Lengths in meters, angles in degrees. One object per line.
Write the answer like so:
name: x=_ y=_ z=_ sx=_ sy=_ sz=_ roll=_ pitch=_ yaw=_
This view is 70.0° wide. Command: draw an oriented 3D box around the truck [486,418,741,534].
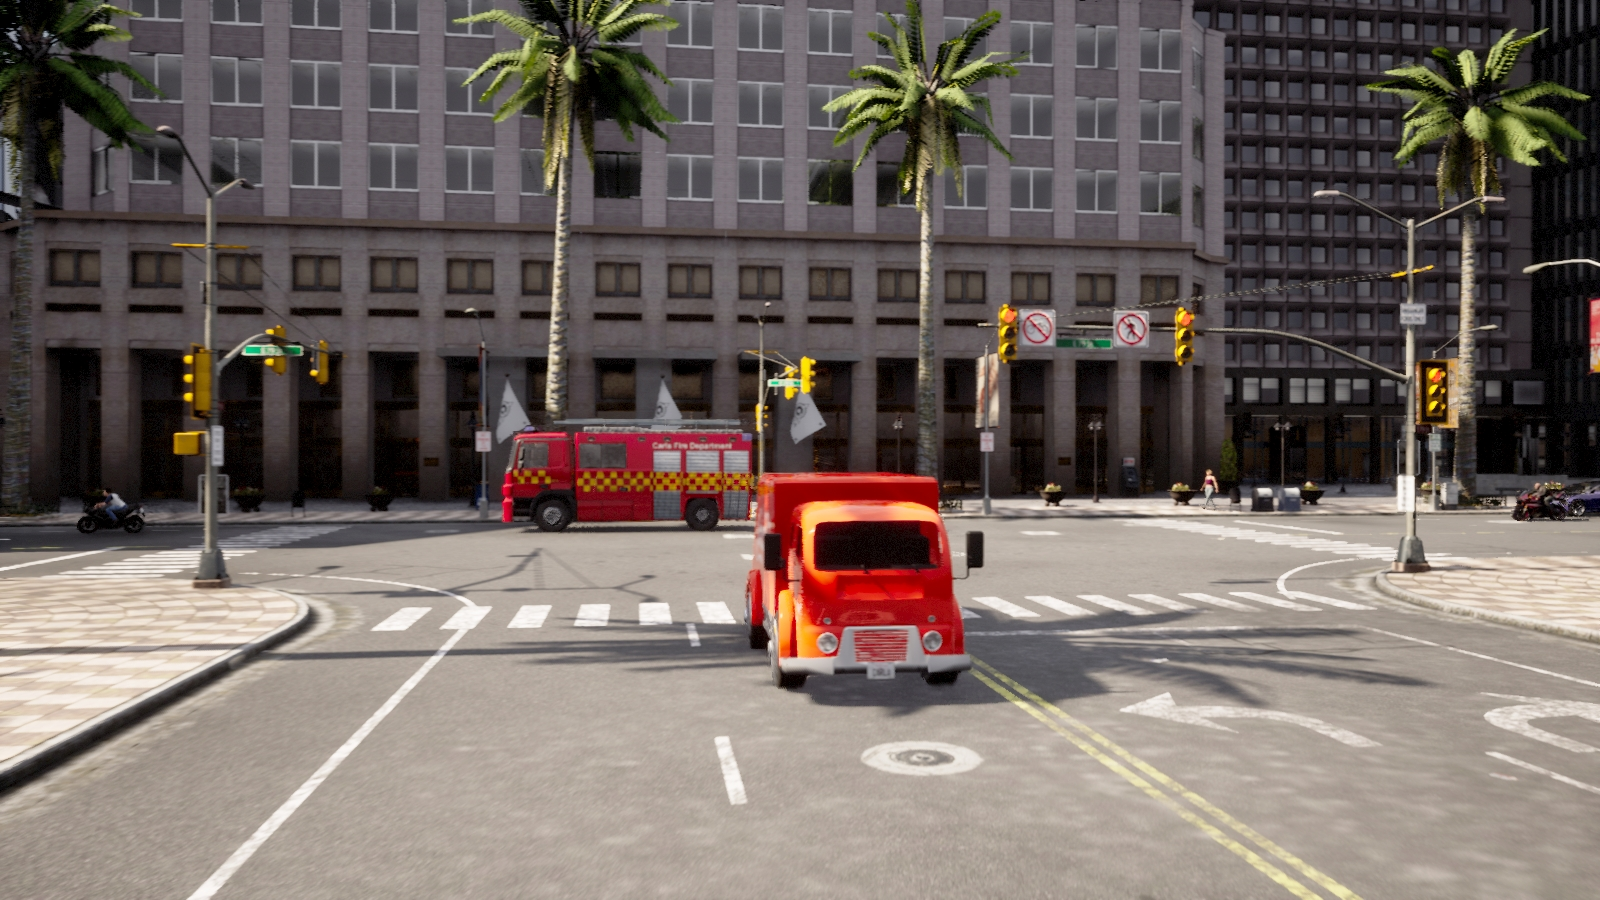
truck: x=-6.390 y=0.867 z=39.769 sx=8.468 sy=3.827 sz=2.891 roll=0 pitch=0 yaw=-8

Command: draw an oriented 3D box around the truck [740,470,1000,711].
truck: x=0.636 y=1.555 z=14.985 sx=2.627 sy=2.467 sz=5.204 roll=0 pitch=0 yaw=-5

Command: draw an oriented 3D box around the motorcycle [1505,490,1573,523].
motorcycle: x=28.819 y=2.186 z=44.553 sx=2.209 sy=1.251 sz=0.867 roll=0 pitch=0 yaw=-8

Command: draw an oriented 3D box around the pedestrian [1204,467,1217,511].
pedestrian: x=17.542 y=1.673 z=48.828 sx=0.375 sy=1.860 sz=0.375 roll=0 pitch=0 yaw=-31
